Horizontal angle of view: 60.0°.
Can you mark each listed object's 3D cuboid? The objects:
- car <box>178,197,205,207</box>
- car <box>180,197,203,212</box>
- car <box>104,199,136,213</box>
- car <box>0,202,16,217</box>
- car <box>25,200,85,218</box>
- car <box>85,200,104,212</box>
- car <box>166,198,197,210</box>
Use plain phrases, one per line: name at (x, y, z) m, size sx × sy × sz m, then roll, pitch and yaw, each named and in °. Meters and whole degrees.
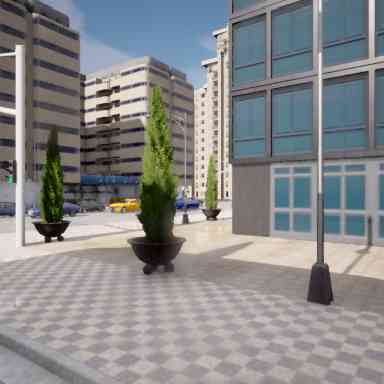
car at (-0.023, 1.581, 53.833) m, size 1.812 × 1.442 × 4.674 m, roll 0°, pitch 0°, yaw 36°
car at (-0.738, 1.533, 40.457) m, size 1.882 × 1.535 × 5.008 m, roll 0°, pitch 0°, yaw 35°
car at (-7.163, 1.533, 37.783) m, size 1.882 × 1.535 × 5.008 m, roll 0°, pitch 0°, yaw 35°
car at (-17.144, 1.603, 29.756) m, size 2.033 × 1.411 × 5.357 m, roll 0°, pitch 0°, yaw 35°
car at (-12.488, 1.581, 30.236) m, size 1.812 × 1.442 × 4.674 m, roll 0°, pitch 0°, yaw 35°
car at (-11.806, 1.619, 37.283) m, size 1.994 × 1.385 × 4.181 m, roll 0°, pitch 0°, yaw 35°
car at (-1.383, 1.581, 45.911) m, size 1.812 × 1.442 × 4.674 m, roll 0°, pitch 0°, yaw 35°
